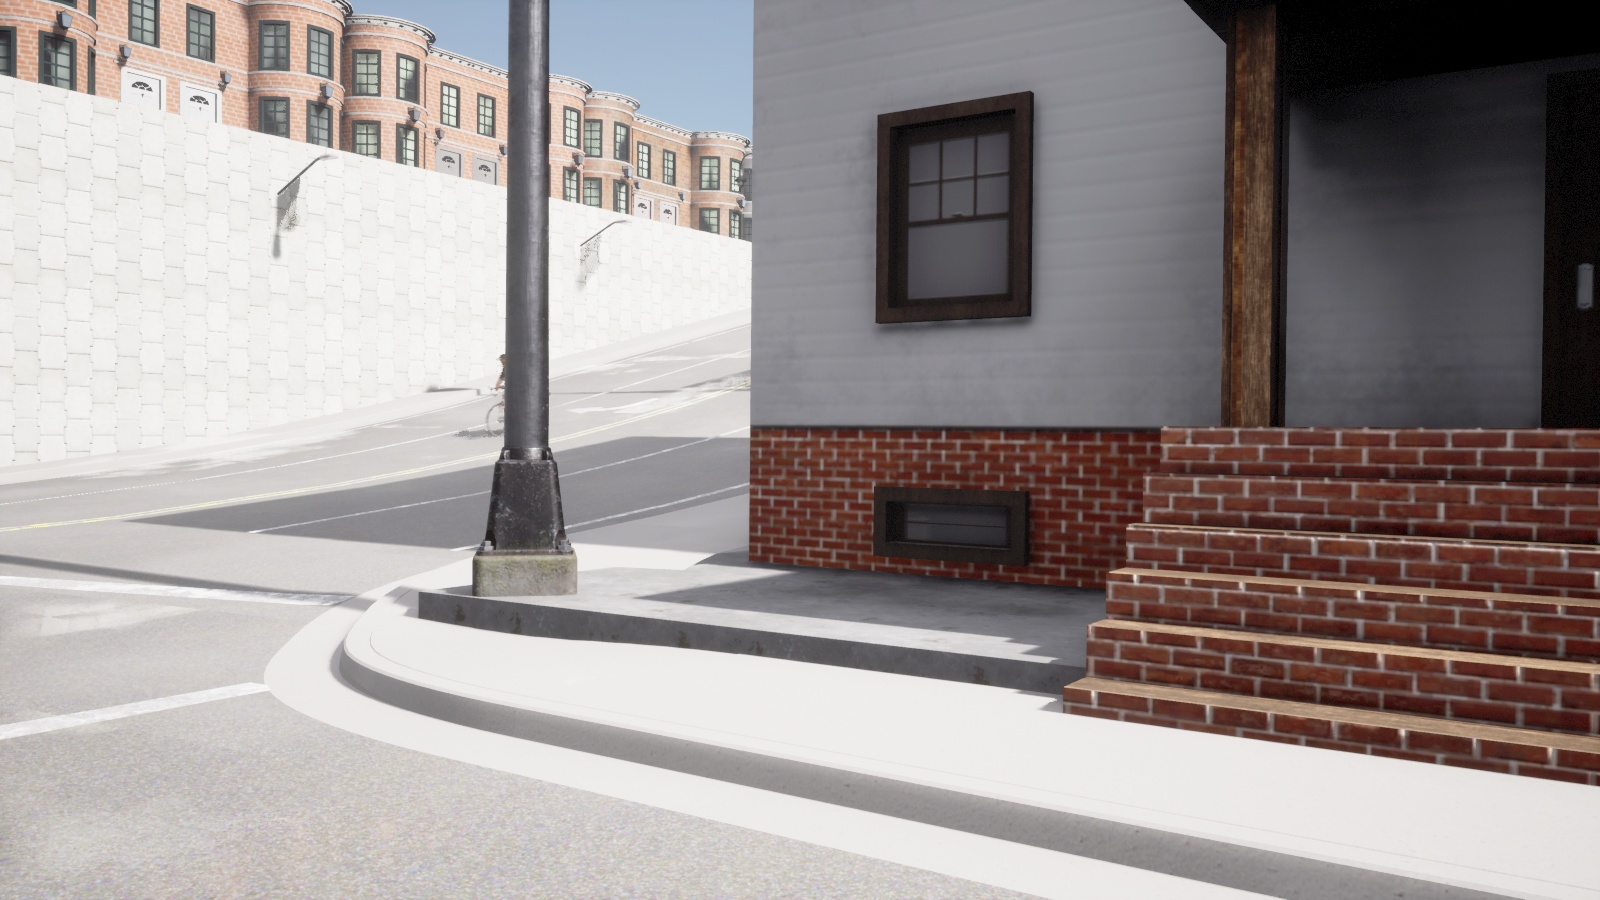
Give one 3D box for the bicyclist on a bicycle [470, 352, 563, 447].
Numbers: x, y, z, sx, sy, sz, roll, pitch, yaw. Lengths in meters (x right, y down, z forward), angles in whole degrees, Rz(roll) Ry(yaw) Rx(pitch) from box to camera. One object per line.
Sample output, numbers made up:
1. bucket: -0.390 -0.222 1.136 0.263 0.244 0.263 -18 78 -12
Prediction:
1. bicyclist on a bicycle: -5.628 -1.028 25.037 0.582 1.620 1.656 0 12 34
